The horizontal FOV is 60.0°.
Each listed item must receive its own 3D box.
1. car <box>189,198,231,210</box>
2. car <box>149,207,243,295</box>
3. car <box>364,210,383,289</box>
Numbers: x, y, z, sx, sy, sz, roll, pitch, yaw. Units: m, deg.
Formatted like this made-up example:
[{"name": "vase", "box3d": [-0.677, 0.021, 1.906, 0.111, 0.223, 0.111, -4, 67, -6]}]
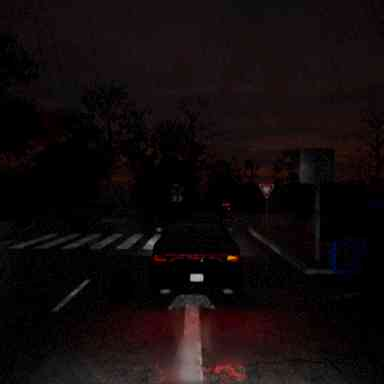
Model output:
[{"name": "car", "box3d": [1.849, 1.416, 35.898, 4.892, 1.490, 1.837, 2, -1, 36]}, {"name": "car", "box3d": [0.079, 1.368, 8.497, 1.882, 1.535, 5.008, 0, 1, 0]}, {"name": "car", "box3d": [6.014, 1.153, 6.408, 5.566, 2.045, 2.435, 1, 1, -20]}]
